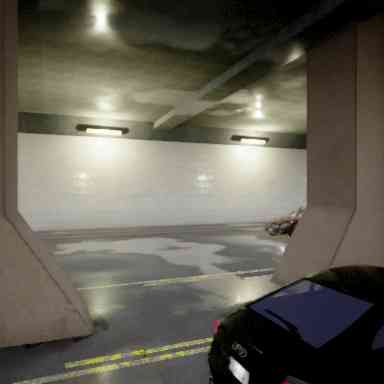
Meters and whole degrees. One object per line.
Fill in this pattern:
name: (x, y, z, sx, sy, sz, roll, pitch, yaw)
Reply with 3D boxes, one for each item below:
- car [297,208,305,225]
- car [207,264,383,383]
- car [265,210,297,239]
car: (6.814, 1.348, 13.233, 4.553, 1.767, 2.097, 0, 0, -22)
car: (2.280, 1.563, 3.696, 4.181, 1.385, 1.994, 0, 0, -22)
car: (5.902, 1.521, 16.635, 4.674, 1.442, 1.812, 0, 0, -22)
